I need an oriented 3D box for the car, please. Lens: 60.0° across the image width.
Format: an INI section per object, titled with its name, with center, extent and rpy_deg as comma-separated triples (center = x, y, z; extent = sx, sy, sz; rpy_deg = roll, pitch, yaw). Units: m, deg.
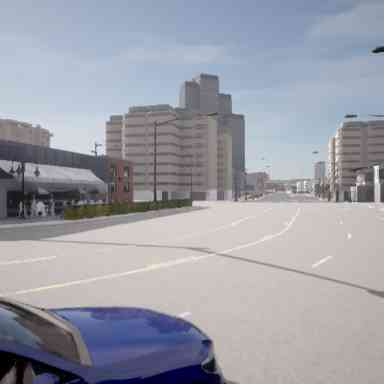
[car]
center = -1.863, 1.519, 2.412
extent = 4.674, 1.442, 1.812
rpy_deg = 0, 0, -36
